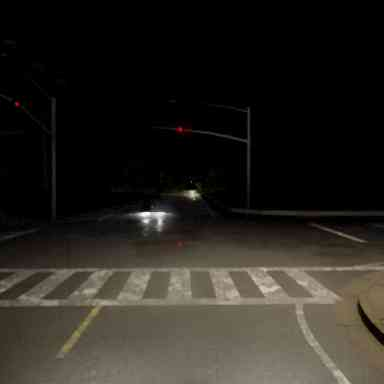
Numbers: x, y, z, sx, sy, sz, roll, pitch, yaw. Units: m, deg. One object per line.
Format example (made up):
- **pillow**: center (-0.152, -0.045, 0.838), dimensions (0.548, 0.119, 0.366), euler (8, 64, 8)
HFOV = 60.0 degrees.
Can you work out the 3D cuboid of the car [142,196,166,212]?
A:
- **car**: center (-3.509, 1.111, 31.272), dimensions (1.994, 1.385, 4.181), euler (0, 1, 0)
